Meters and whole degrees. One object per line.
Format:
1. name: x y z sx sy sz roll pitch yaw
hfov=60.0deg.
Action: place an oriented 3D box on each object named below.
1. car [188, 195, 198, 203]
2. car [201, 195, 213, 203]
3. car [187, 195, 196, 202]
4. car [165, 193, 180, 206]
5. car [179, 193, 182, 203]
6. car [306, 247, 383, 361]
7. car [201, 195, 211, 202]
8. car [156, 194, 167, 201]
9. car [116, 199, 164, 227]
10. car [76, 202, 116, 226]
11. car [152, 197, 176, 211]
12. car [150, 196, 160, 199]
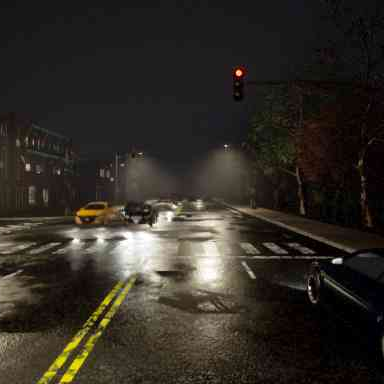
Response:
1. car: 0.068 1.500 69.695 1.812 1.442 4.674 0 0 0
2. car: 3.320 1.467 68.368 2.128 1.511 4.902 0 0 0
3. car: -0.037 1.494 79.776 2.128 1.511 4.902 0 0 0
4. car: -3.367 1.460 54.324 1.882 1.535 5.008 0 1 0
5. car: -3.283 1.194 69.476 2.150 2.045 5.566 0 0 0
6. car: 3.335 1.563 5.273 1.994 1.385 4.181 0 0 1
7. car: 3.212 1.509 78.552 2.033 1.411 5.357 0 0 0
8. car: -6.533 1.141 72.592 1.994 1.385 4.181 0 0 0
9. car: -3.359 1.486 22.533 2.128 1.511 4.902 0 0 0
10. car: -6.610 1.472 23.486 1.882 1.535 5.008 0 0 0
11. car: -3.368 1.589 40.012 1.895 1.301 4.718 0 0 0
12. car: -6.610 1.581 57.184 1.895 1.301 4.718 0 0 0
